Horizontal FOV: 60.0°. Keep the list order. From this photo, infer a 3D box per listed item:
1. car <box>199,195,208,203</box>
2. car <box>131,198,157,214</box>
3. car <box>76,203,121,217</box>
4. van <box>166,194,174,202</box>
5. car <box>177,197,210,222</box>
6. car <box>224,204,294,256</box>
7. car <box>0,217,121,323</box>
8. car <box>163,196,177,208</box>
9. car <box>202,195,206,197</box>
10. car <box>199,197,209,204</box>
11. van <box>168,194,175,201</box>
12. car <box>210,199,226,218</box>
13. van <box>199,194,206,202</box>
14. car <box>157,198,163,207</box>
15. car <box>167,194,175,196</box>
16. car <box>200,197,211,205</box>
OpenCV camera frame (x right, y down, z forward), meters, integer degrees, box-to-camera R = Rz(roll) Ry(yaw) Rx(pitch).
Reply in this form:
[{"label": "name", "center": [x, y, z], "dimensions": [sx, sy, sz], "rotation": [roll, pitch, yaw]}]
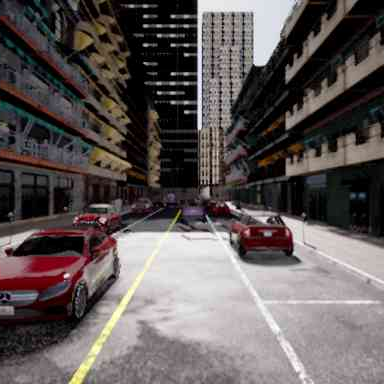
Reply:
[{"label": "car", "center": [2.557, 1.585, 75.778], "dimensions": [1.967, 1.590, 4.097], "rotation": [0, 0, 0]}, {"label": "car", "center": [-5.315, 1.482, 35.942], "dimensions": [1.967, 1.590, 4.097], "rotation": [0, 0, 0]}, {"label": "car", "center": [-5.312, 1.457, 18.872], "dimensions": [1.967, 1.590, 4.097], "rotation": [0, 0, 0]}, {"label": "van", "center": [-5.324, 1.508, 81.461], "dimensions": [1.690, 1.788, 3.998], "rotation": [0, 0, 0]}, {"label": "car", "center": [0.095, 1.457, 26.683], "dimensions": [2.033, 1.649, 4.856], "rotation": [0, 0, 0]}, {"label": "car", "center": [2.569, 1.450, 13.192], "dimensions": [1.967, 1.590, 4.097], "rotation": [0, 0, 0]}, {"label": "car", "center": [-2.838, 1.531, 7.345], "dimensions": [1.812, 1.442, 4.674], "rotation": [0, 0, 0]}, {"label": "car", "center": [-2.837, 1.669, 49.615], "dimensions": [1.895, 1.301, 4.718], "rotation": [0, 0, 0]}, {"label": "car", "center": [2.561, 1.642, 53.020], "dimensions": [1.947, 1.339, 4.313], "rotation": [0, 0, 0]}, {"label": "car", "center": [2.557, 1.670, 70.088], "dimensions": [1.887, 1.381, 4.507], "rotation": [0, 0, 0]}, {"label": "van", "center": [-5.325, 1.530, 87.151], "dimensions": [1.690, 1.788, 3.998], "rotation": [0, 0, 0]}, {"label": "car", "center": [2.565, 1.614, 30.262], "dimensions": [1.802, 1.307, 4.206], "rotation": [0, 0, 0]}, {"label": "van", "center": [2.556, 1.507, 81.468], "dimensions": [1.690, 1.788, 3.998], "rotation": [0, 0, 0]}, {"label": "car", "center": [-5.320, 1.642, 53.012], "dimensions": [1.947, 1.339, 4.313], "rotation": [0, 0, 0]}, {"label": "car", "center": [-5.324, 1.585, 75.771], "dimensions": [1.967, 1.590, 4.097], "rotation": [0, 0, 0]}, {"label": "car", "center": [2.558, 1.652, 64.398], "dimensions": [1.887, 1.381, 4.507], "rotation": [0, 0, 0]}]
